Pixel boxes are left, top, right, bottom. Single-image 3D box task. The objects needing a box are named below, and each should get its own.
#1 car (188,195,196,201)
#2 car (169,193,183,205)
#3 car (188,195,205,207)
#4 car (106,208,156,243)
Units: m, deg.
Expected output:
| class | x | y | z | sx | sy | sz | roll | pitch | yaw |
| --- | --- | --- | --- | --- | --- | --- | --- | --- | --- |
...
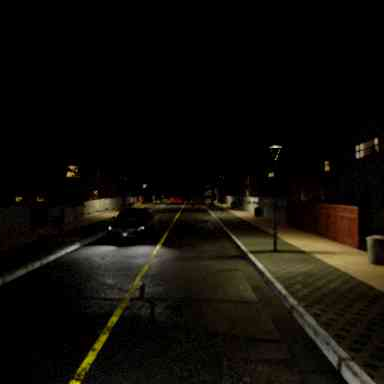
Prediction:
| class | x | y | z | sx | sy | sz | roll | pitch | yaw |
| --- | --- | --- | --- | --- | --- | --- | --- | --- | --- |
| car | -0.015 | 1.413 | 82.263 | 1.812 | 1.442 | 4.674 | 0 | 0 | 0 |
| car | -2.807 | 1.232 | 58.164 | 2.150 | 2.045 | 5.566 | 0 | 0 | 1 |
| car | 0.913 | 1.311 | 50.857 | 2.097 | 1.767 | 4.553 | -3 | -1 | 0 |
| car | -2.840 | 1.528 | 16.370 | 1.812 | 1.442 | 4.674 | 0 | 0 | 0 |
